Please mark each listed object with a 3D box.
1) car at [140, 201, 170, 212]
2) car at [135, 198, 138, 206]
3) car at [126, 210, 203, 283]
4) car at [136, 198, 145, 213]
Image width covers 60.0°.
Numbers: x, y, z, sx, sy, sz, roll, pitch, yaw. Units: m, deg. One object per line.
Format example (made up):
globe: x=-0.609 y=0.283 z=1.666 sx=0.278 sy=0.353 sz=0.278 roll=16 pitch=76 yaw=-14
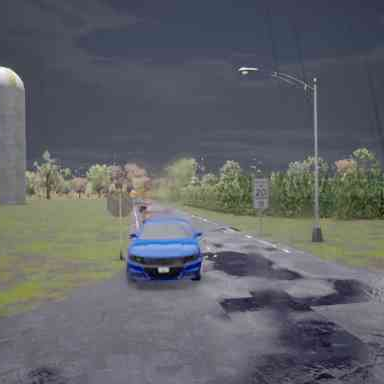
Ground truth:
car: x=-2.646 y=1.642 z=24.549 sx=1.812 sy=1.442 sz=4.674 roll=-1 pitch=0 yaw=-10
car: x=-9.791 y=1.852 z=62.746 sx=1.994 sy=1.385 sz=4.181 roll=-1 pitch=0 yaw=-11
car: x=-0.748 y=1.539 z=10.174 sx=1.882 sy=1.535 sz=5.008 roll=-1 pitch=0 yaw=-2
car: x=-5.577 y=1.788 z=40.683 sx=1.895 sy=1.301 sz=4.718 roll=-1 pitch=0 yaw=-11
